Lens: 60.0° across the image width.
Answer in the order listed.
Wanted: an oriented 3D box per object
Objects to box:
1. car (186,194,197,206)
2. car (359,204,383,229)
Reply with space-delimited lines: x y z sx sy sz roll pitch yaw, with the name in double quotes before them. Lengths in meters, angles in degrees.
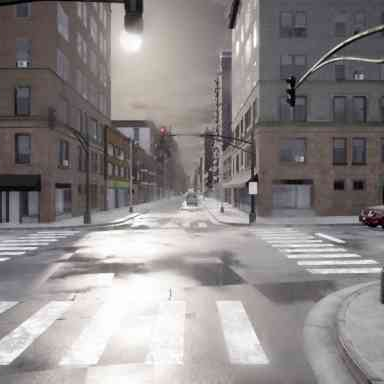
"car" -0.013 1.589 57.360 2.033 1.411 5.357 0 0 0
"car" 12.053 1.123 18.445 5.009 1.841 2.192 -1 1 0
